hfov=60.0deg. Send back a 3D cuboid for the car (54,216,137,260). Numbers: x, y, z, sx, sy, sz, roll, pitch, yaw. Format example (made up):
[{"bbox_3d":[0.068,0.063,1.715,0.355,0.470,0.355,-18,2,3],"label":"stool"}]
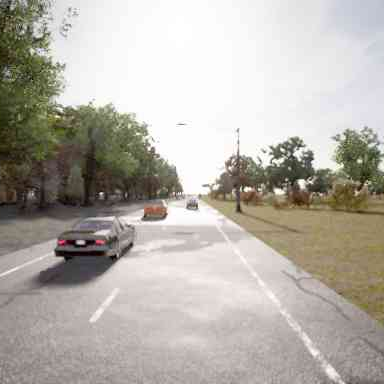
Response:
[{"bbox_3d":[-3.410,1.608,12.693,2.033,1.411,5.357,0,0,0],"label":"car"}]

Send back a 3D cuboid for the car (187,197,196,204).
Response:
[{"bbox_3d":[-0.042,1.852,73.030,1.837,1.490,4.892,0,0,0],"label":"car"}]

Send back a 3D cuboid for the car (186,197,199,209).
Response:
[{"bbox_3d":[0.070,1.788,50.424,2.033,1.411,5.357,0,0,0],"label":"car"}]

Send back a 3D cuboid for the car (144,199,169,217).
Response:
[{"bbox_3d":[-3.420,1.508,32.717,2.097,1.767,4.553,0,0,0],"label":"car"}]
